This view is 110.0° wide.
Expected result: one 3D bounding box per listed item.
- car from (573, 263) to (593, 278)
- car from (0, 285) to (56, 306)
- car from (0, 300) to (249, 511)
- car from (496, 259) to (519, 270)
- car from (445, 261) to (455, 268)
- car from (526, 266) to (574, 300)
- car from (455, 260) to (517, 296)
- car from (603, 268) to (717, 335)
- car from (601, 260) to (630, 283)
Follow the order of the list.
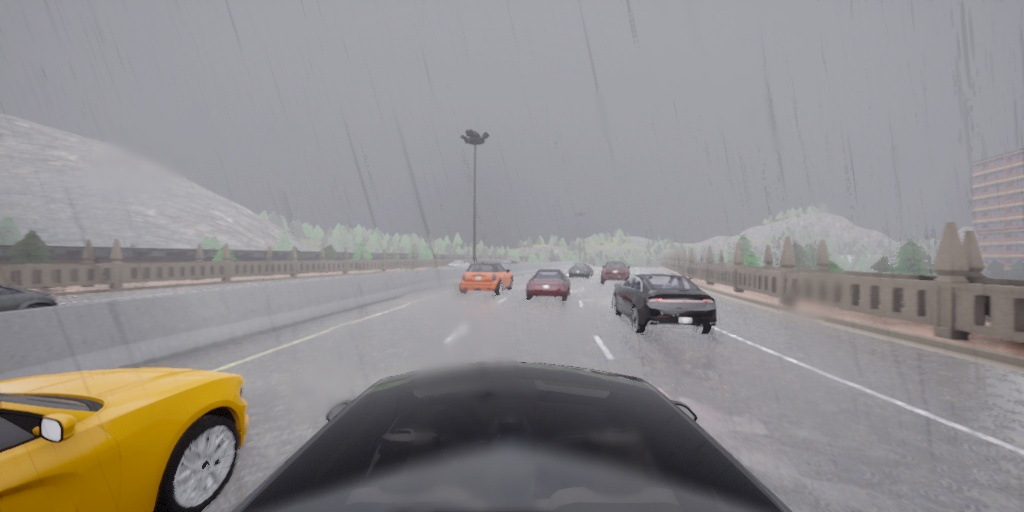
[{"bbox_3d":[6.701,1.404,34.842,1.994,1.385,4.181,0,0,19],"label":"car"},{"bbox_3d":[-13.657,1.267,8.218,1.994,1.385,4.181,0,0,4],"label":"car"},{"bbox_3d":[-3.296,1.212,1.191,1.882,1.535,5.008,0,0,0],"label":"car"},{"bbox_3d":[-0.676,1.327,56.505,1.882,1.535,5.008,0,0,20],"label":"car"},{"bbox_3d":[-7.298,1.332,48.370,1.812,1.442,4.674,0,0,20],"label":"car"},{"bbox_3d":[1.919,1.353,18.125,1.994,1.385,4.181,0,0,11],"label":"car"},{"bbox_3d":[-1.264,1.131,20.031,2.097,1.767,4.553,0,0,11],"label":"car"},{"bbox_3d":[4.265,1.277,10.714,2.128,1.511,4.902,0,0,6],"label":"car"},{"bbox_3d":[8.199,1.186,28.285,2.097,1.767,4.553,0,0,17],"label":"car"}]
